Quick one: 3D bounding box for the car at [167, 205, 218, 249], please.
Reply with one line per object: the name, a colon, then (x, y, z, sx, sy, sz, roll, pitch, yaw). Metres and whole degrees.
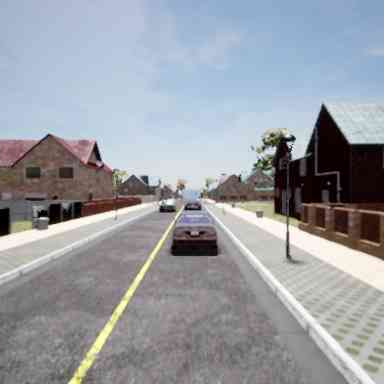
car: (0.100, 1.529, 14.500, 2.033, 1.411, 5.357, 0, 0, 0)

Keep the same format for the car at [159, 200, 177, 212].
car: (-2.753, 1.643, 38.306, 1.895, 1.301, 4.718, 0, 0, 0)

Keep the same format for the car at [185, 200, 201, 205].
car: (0.097, 1.584, 38.289, 1.994, 1.385, 4.181, 0, 0, 0)
